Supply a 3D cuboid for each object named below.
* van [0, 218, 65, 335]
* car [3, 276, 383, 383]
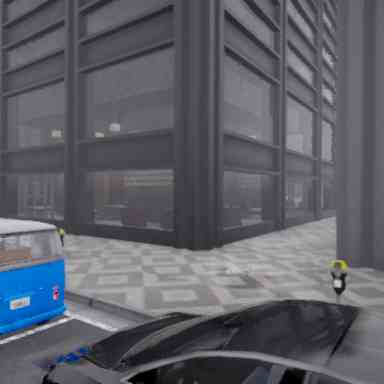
[{"bbox_3d":[-3.916,1.321,5.752,3.998,1.788,1.690,0,0,36],"label":"van"},{"bbox_3d":[0.676,1.563,2.477,4.313,1.339,1.947,0,0,36],"label":"car"}]
